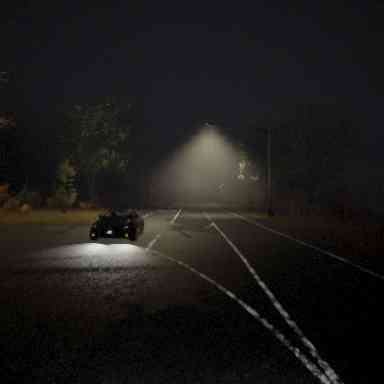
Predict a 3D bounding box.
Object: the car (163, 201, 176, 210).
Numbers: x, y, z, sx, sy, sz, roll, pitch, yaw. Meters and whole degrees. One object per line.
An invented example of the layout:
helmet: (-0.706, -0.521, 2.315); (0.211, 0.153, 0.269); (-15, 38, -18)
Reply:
car: (-3.638, 2.214, 54.319); (1.837, 1.490, 4.892); (0, -1, -1)

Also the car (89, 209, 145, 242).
car: (-3.478, 1.543, 16.099); (1.994, 1.385, 4.181); (1, -1, 0)
